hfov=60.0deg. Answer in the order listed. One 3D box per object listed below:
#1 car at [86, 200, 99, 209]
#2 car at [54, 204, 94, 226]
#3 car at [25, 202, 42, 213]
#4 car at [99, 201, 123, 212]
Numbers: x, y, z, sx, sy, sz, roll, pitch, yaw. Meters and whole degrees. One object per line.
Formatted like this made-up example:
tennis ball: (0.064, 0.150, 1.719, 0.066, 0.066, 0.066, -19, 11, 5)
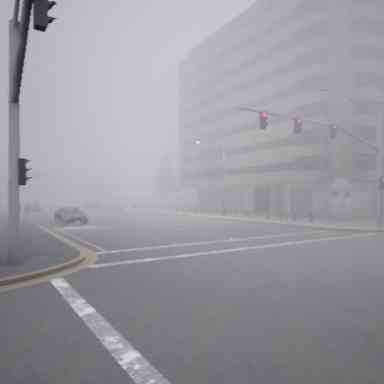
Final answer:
car: (-17.479, 2.238, 59.128, 1.882, 1.535, 5.008, 0, -1, -32)
car: (-9.981, 1.934, 27.241, 2.033, 1.411, 5.357, 0, -1, -32)
car: (-23.004, 2.201, 48.150, 2.033, 1.411, 5.357, 0, -1, -32)
car: (-12.116, 2.130, 50.672, 1.882, 1.535, 5.008, 0, -1, -32)
